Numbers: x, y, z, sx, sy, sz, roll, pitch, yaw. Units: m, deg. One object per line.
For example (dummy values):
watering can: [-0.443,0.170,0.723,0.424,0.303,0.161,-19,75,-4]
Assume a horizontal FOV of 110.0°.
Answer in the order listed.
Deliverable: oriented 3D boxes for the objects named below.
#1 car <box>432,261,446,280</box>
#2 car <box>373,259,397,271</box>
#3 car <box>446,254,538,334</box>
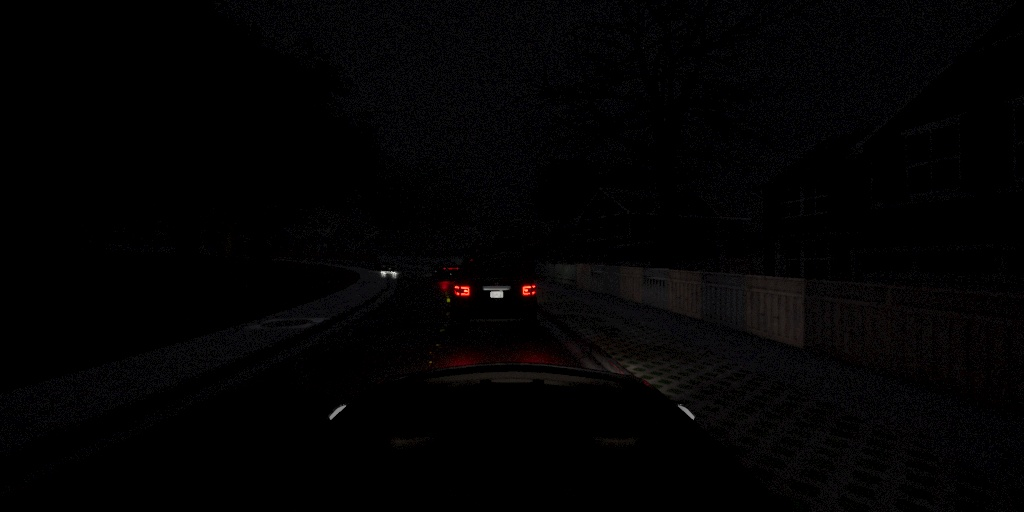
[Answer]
car: [-5.498,1.170,29.957,2.128,1.511,4.902,0,0,-20]
car: [-15.413,1.069,43.323,2.033,1.411,5.357,0,0,-32]
car: [-0.658,0.972,10.867,2.150,2.045,5.566,0,0,-7]
